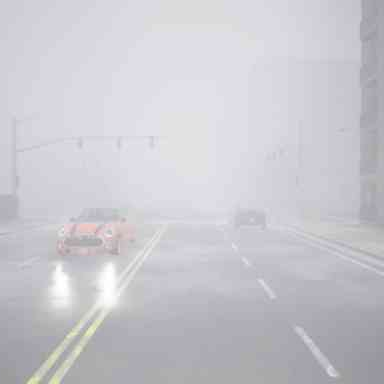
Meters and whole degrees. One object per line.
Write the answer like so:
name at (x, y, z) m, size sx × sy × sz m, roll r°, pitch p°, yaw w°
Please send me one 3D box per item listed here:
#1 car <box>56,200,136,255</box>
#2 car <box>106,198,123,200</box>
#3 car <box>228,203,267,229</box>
car at (-3.571, 1.351, 13.162) m, size 2.097 × 1.767 × 4.553 m, roll 0°, pitch 0°, yaw 0°
car at (-9.571, 1.474, 39.827) m, size 5.008 × 1.535 × 1.882 m, roll 0°, pitch 0°, yaw 28°
car at (3.487, 1.475, 21.625) m, size 1.882 × 1.535 × 5.008 m, roll 0°, pitch 0°, yaw 0°
